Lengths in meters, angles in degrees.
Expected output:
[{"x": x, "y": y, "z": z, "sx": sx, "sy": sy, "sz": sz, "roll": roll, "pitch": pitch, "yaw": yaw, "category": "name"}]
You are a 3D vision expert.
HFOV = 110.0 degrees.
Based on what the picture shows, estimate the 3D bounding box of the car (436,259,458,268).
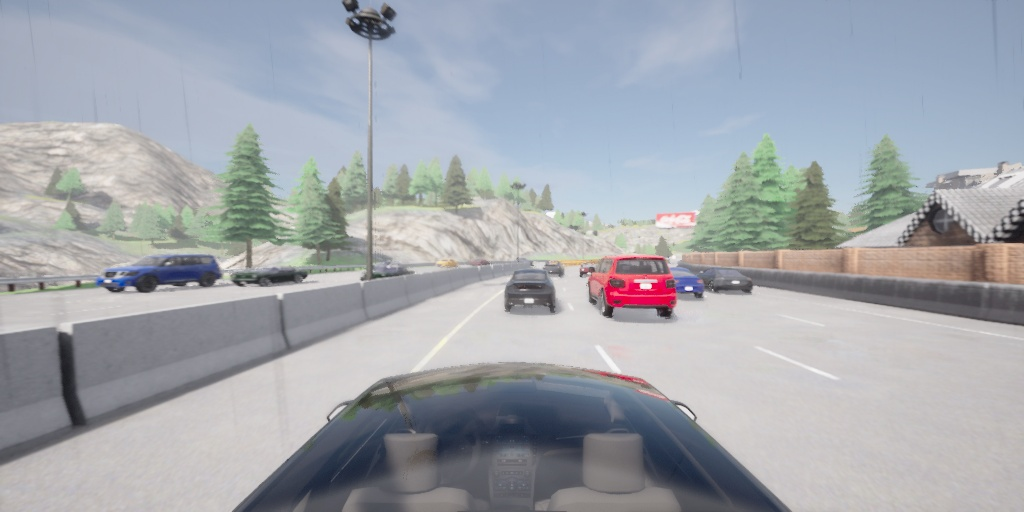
[{"x": -10.839, "y": 1.202, "z": 59.744, "sx": 1.882, "sy": 1.535, "sz": 5.008, "roll": 0, "pitch": 0, "yaw": 20, "category": "car"}]

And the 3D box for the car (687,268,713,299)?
[{"x": 8.222, "y": 1.300, "z": 18.436, "sx": 1.812, "sy": 1.442, "sz": 4.674, "roll": 0, "pitch": 0, "yaw": 6, "category": "car"}]

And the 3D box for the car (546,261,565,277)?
[{"x": 4.211, "y": 1.255, "z": 35.906, "sx": 2.128, "sy": 1.511, "sz": 4.902, "roll": 0, "pitch": 0, "yaw": 13, "category": "car"}]

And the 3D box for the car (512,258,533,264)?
[{"x": 2.353, "y": 1.256, "z": 64.734, "sx": 2.128, "sy": 1.511, "sz": 4.902, "roll": 0, "pitch": 0, "yaw": 23, "category": "car"}]

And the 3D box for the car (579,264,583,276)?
[{"x": 7.870, "y": 1.375, "z": 36.263, "sx": 1.895, "sy": 1.301, "sz": 4.718, "roll": 0, "pitch": 0, "yaw": 13, "category": "car"}]

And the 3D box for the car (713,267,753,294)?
[{"x": 12.089, "y": 1.349, "z": 20.905, "sx": 1.994, "sy": 1.385, "sz": 4.181, "roll": 0, "pitch": 0, "yaw": 8, "category": "car"}]

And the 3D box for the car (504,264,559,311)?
[{"x": 0.774, "y": 1.257, "z": 14.419, "sx": 1.837, "sy": 1.490, "sz": 4.892, "roll": 0, "pitch": 0, "yaw": 5, "category": "car"}]

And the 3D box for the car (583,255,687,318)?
[{"x": 4.162, "y": 0.984, "z": 13.251, "sx": 2.150, "sy": 2.045, "sz": 5.566, "roll": 0, "pitch": 0, "yaw": 5, "category": "car"}]

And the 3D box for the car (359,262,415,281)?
[{"x": -8.703, "y": 1.328, "z": 25.352, "sx": 1.895, "sy": 1.301, "sz": 4.718, "roll": 0, "pitch": 0, "yaw": 9, "category": "car"}]

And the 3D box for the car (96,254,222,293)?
[{"x": -19.894, "y": 0.918, "z": 20.676, "sx": 2.150, "sy": 2.045, "sz": 5.566, "roll": 0, "pitch": 0, "yaw": 7, "category": "car"}]

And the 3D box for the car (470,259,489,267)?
[{"x": -5.708, "y": 1.216, "z": 63.437, "sx": 1.882, "sy": 1.535, "sz": 5.008, "roll": 0, "pitch": 0, "yaw": 22, "category": "car"}]

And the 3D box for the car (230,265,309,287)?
[{"x": -15.973, "y": 1.308, "z": 23.870, "sx": 1.895, "sy": 1.301, "sz": 4.718, "roll": 0, "pitch": 0, "yaw": 8, "category": "car"}]
